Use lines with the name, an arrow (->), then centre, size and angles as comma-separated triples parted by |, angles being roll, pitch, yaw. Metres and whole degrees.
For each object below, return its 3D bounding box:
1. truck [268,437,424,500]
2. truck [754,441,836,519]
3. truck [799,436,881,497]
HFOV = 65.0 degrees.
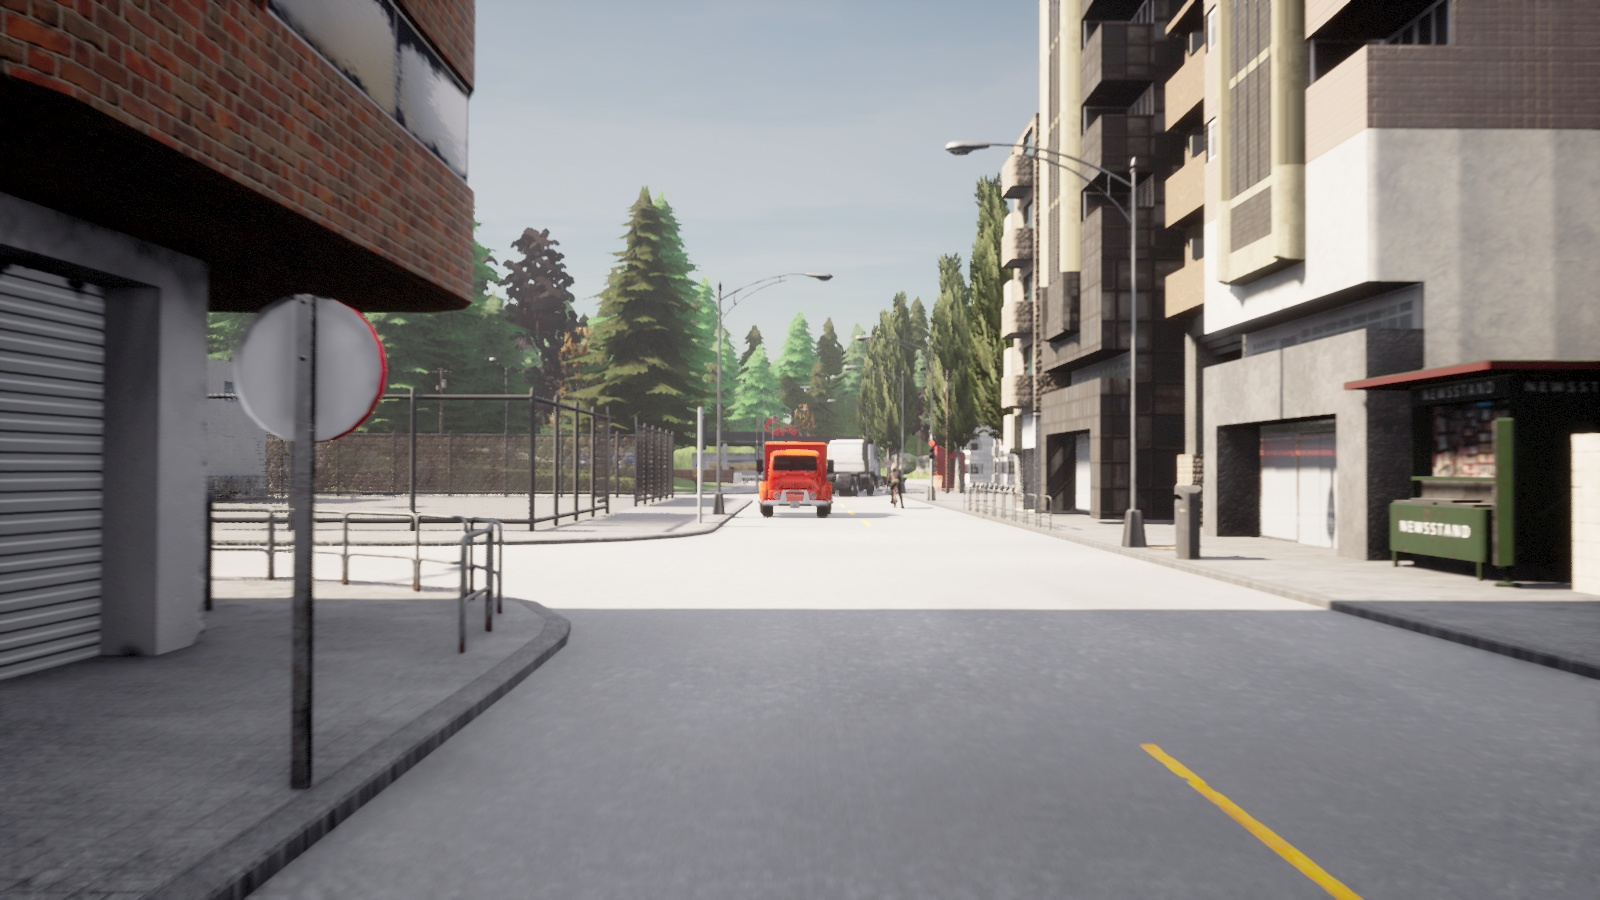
truck -> -25.983, 1.063, 72.176 | 7.936, 3.462, 2.891 | 0, -1, 0
truck -> -0.147, 0.997, 42.858 | 2.627, 2.467, 5.204 | 0, -1, 0
truck -> 2.509, 0.994, 74.993 | 2.891, 3.462, 7.936 | -1, -1, 17
